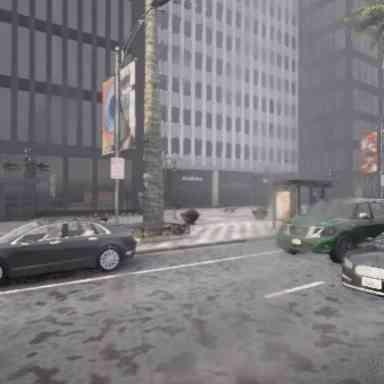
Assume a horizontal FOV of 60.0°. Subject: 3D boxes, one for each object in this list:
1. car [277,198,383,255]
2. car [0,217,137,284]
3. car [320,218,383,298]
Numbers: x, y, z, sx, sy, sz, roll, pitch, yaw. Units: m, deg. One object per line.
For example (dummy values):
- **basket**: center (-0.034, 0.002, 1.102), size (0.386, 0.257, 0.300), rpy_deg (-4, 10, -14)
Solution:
- **car**: center (5.601, 1.240, 12.234), size (5.566, 2.045, 2.150), rpy_deg (0, 0, -35)
- **car**: center (-3.922, 1.466, 9.161), size (4.892, 1.521, 2.231), rpy_deg (0, 0, -35)
- **car**: center (5.490, 1.510, 7.867), size (4.902, 1.511, 2.128), rpy_deg (0, 0, -35)
